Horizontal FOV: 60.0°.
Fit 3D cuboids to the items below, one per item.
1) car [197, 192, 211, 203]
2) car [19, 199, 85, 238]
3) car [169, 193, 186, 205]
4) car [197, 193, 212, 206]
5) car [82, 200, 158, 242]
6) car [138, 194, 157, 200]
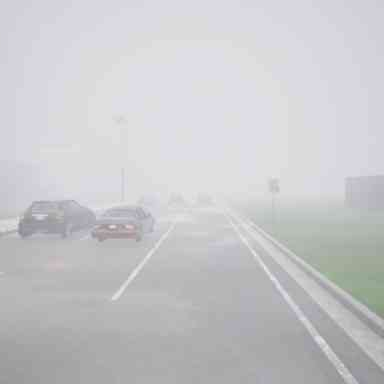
[{"bbox_3d":[1.861,0.802,51.570,2.033,1.411,5.357,0,1,2],"label":"car"},{"bbox_3d":[-6.351,1.114,16.213,2.097,1.767,4.553,0,1,2],"label":"car"},{"bbox_3d":[-1.866,0.883,42.877,1.837,1.490,4.892,0,1,2],"label":"car"},{"bbox_3d":[1.534,0.967,40.118,2.033,1.411,5.357,0,1,2],"label":"car"},{"bbox_3d":[-2.902,1.327,15.085,2.033,1.411,5.357,0,1,2],"label":"car"},{"bbox_3d":[-5.444,0.970,40.857,1.994,1.385,4.181,0,1,2],"label":"car"}]
